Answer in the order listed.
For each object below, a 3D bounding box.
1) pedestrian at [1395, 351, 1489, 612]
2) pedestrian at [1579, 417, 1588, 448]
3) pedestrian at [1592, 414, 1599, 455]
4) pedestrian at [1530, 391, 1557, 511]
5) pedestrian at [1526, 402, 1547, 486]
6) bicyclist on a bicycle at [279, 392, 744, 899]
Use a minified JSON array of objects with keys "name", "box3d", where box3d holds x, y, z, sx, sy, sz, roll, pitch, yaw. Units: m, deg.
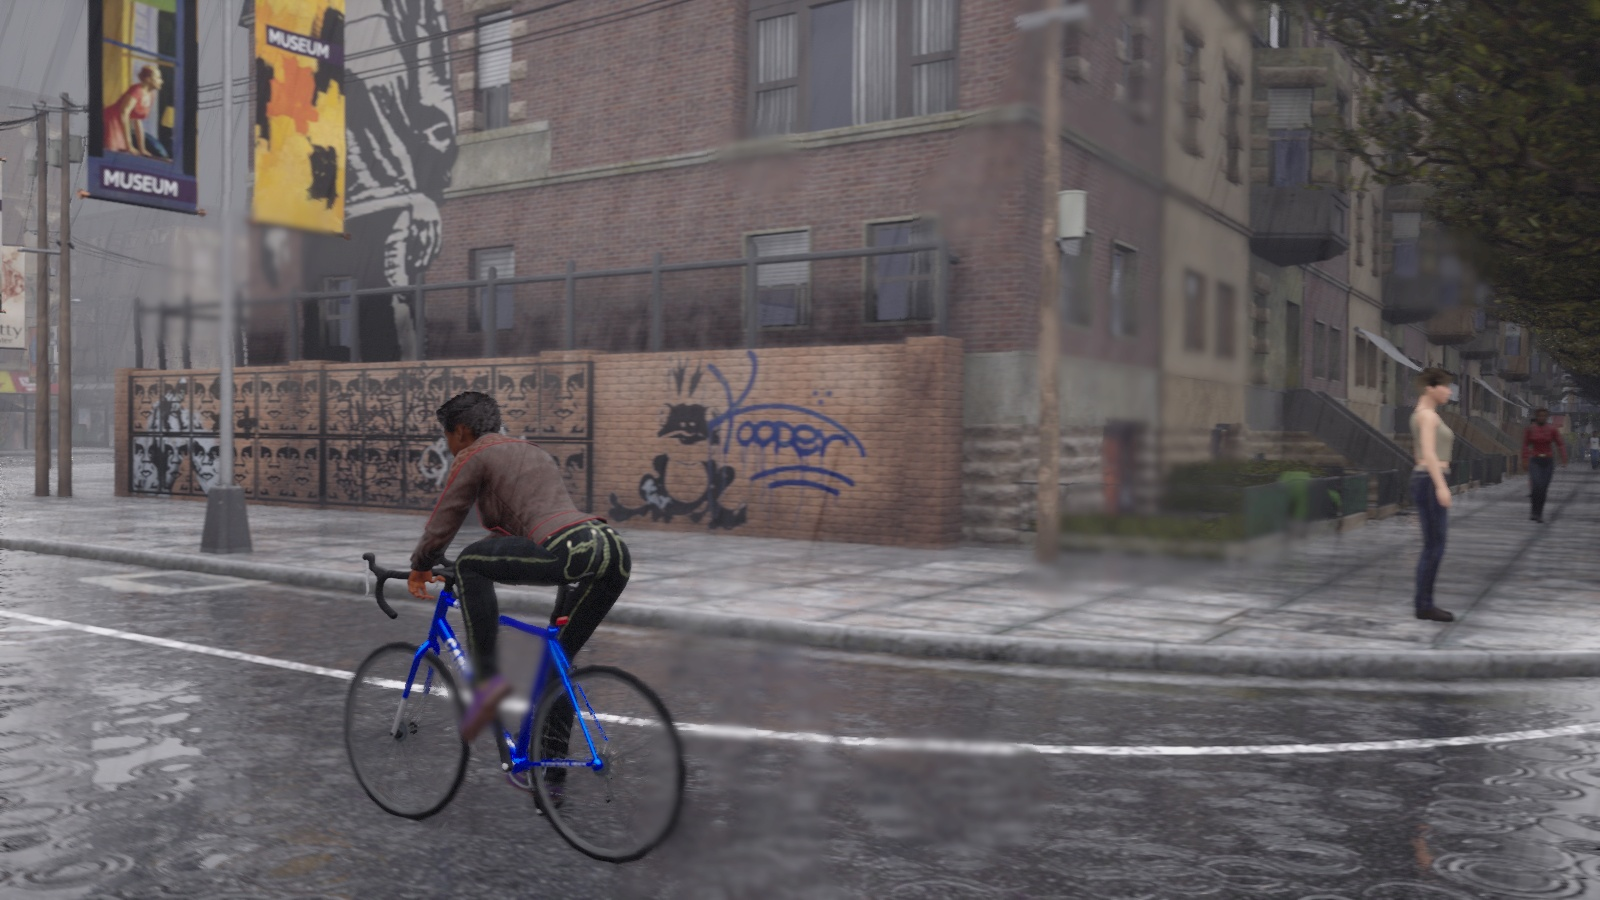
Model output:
[{"name":"pedestrian","box3d":[4.641,0.222,9.097,0.594,1.836,0.345,0,1,25]},{"name":"pedestrian","box3d":[46.785,-1.059,74.974,0.354,1.836,0.706,0,1,40]},{"name":"pedestrian","box3d":[35.235,-0.689,55.562,0.354,1.836,0.706,0,1,32]},{"name":"pedestrian","box3d":[11.676,0.013,19.729,0.331,1.846,0.636,0,1,27]},{"name":"pedestrian","box3d":[16.388,-0.142,27.925,0.345,1.836,0.594,0,1,36]},{"name":"bicyclist on a bicycle","box3d":[-1.069,0.632,4.532,1.656,1.620,0.582,0,0,30]}]
